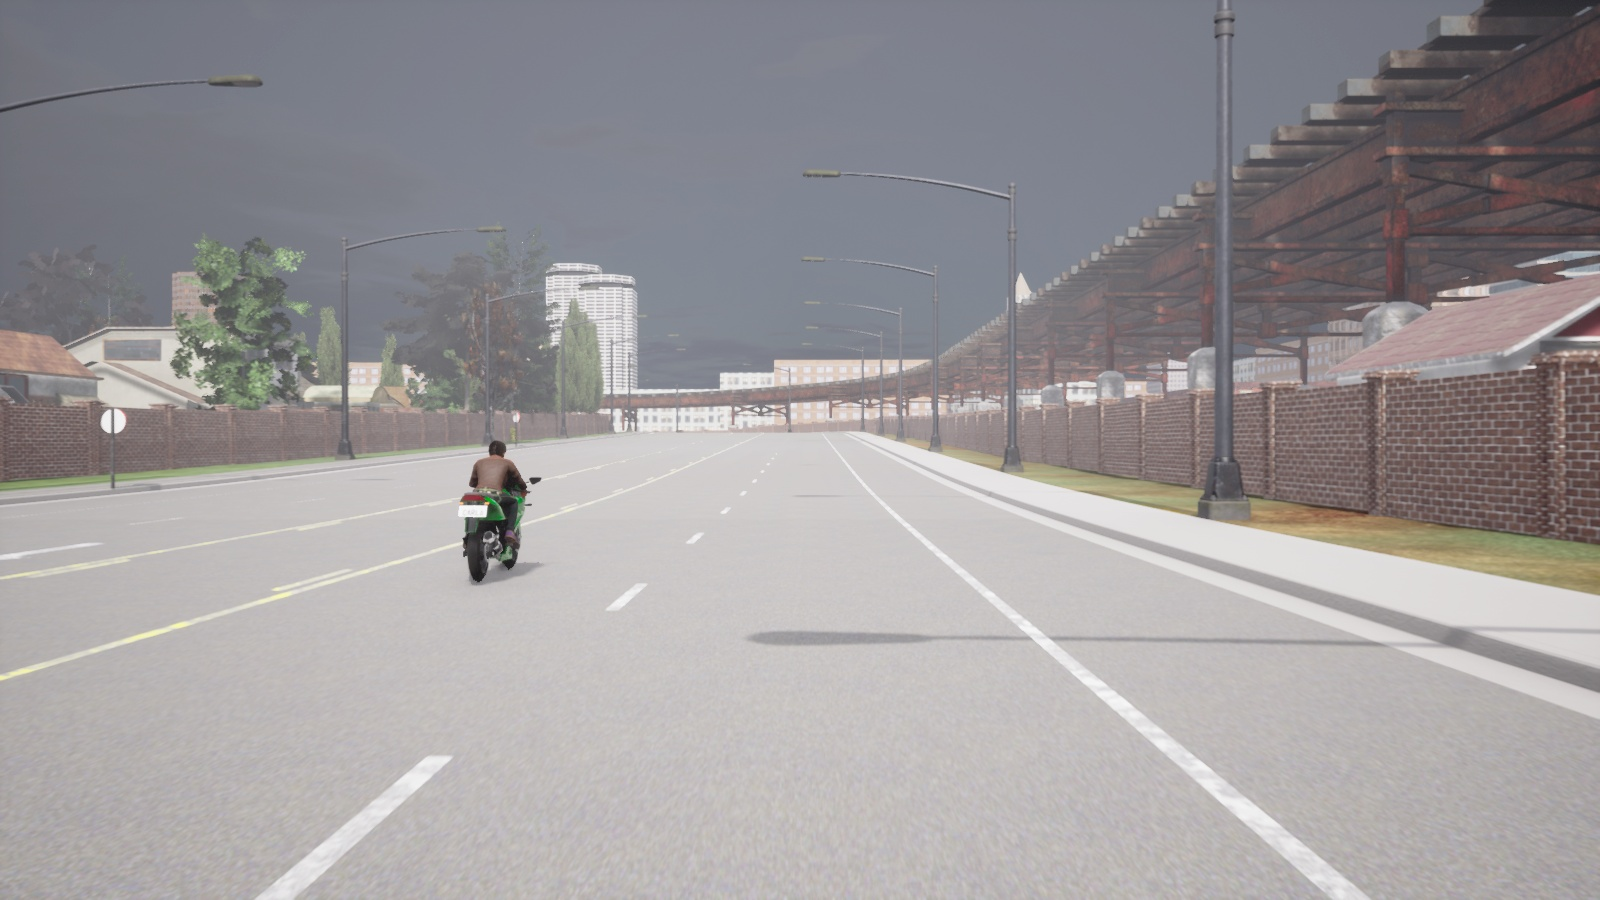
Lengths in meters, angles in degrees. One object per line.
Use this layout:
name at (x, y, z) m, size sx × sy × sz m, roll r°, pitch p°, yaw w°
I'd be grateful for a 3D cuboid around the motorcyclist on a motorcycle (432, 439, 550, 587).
motorcyclist on a motorcycle at (-3.404, 0.647, 14.022) m, size 0.797 × 1.523 × 2.044 m, roll 0°, pitch 0°, yaw 0°
